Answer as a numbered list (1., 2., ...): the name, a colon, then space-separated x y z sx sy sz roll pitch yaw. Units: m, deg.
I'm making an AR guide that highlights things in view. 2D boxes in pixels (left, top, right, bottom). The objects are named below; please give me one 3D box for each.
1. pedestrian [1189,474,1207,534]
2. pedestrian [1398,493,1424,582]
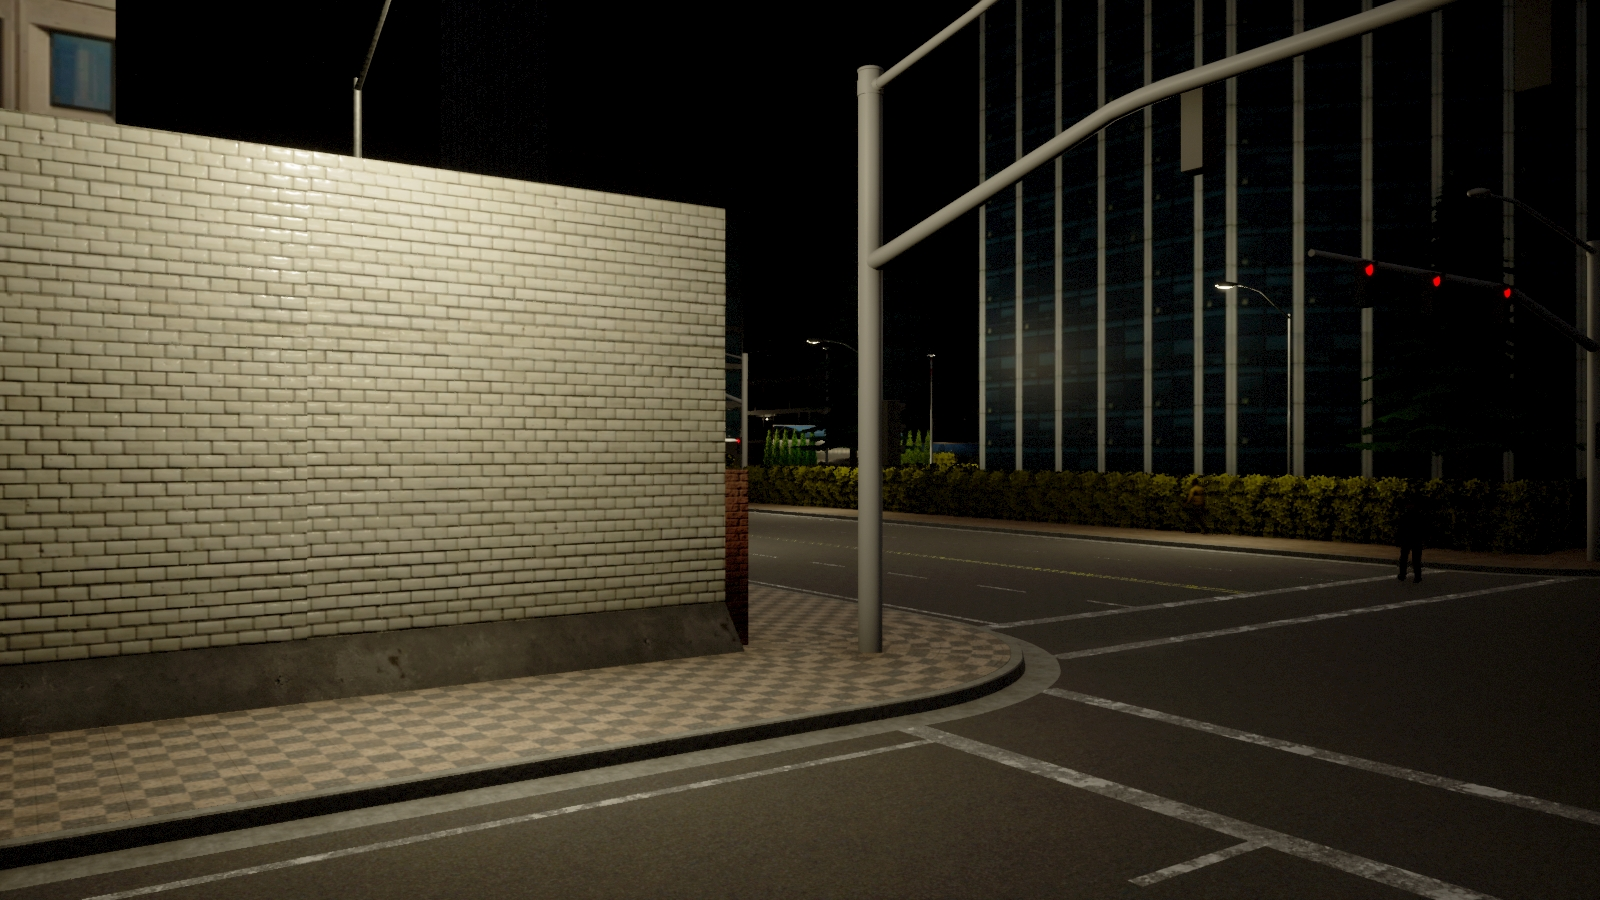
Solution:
1. pedestrian: 12.551 1.695 36.033 0.375 1.860 0.375 0 0 -36
2. pedestrian: 12.959 1.848 24.228 0.375 1.860 0.375 0 0 -41
